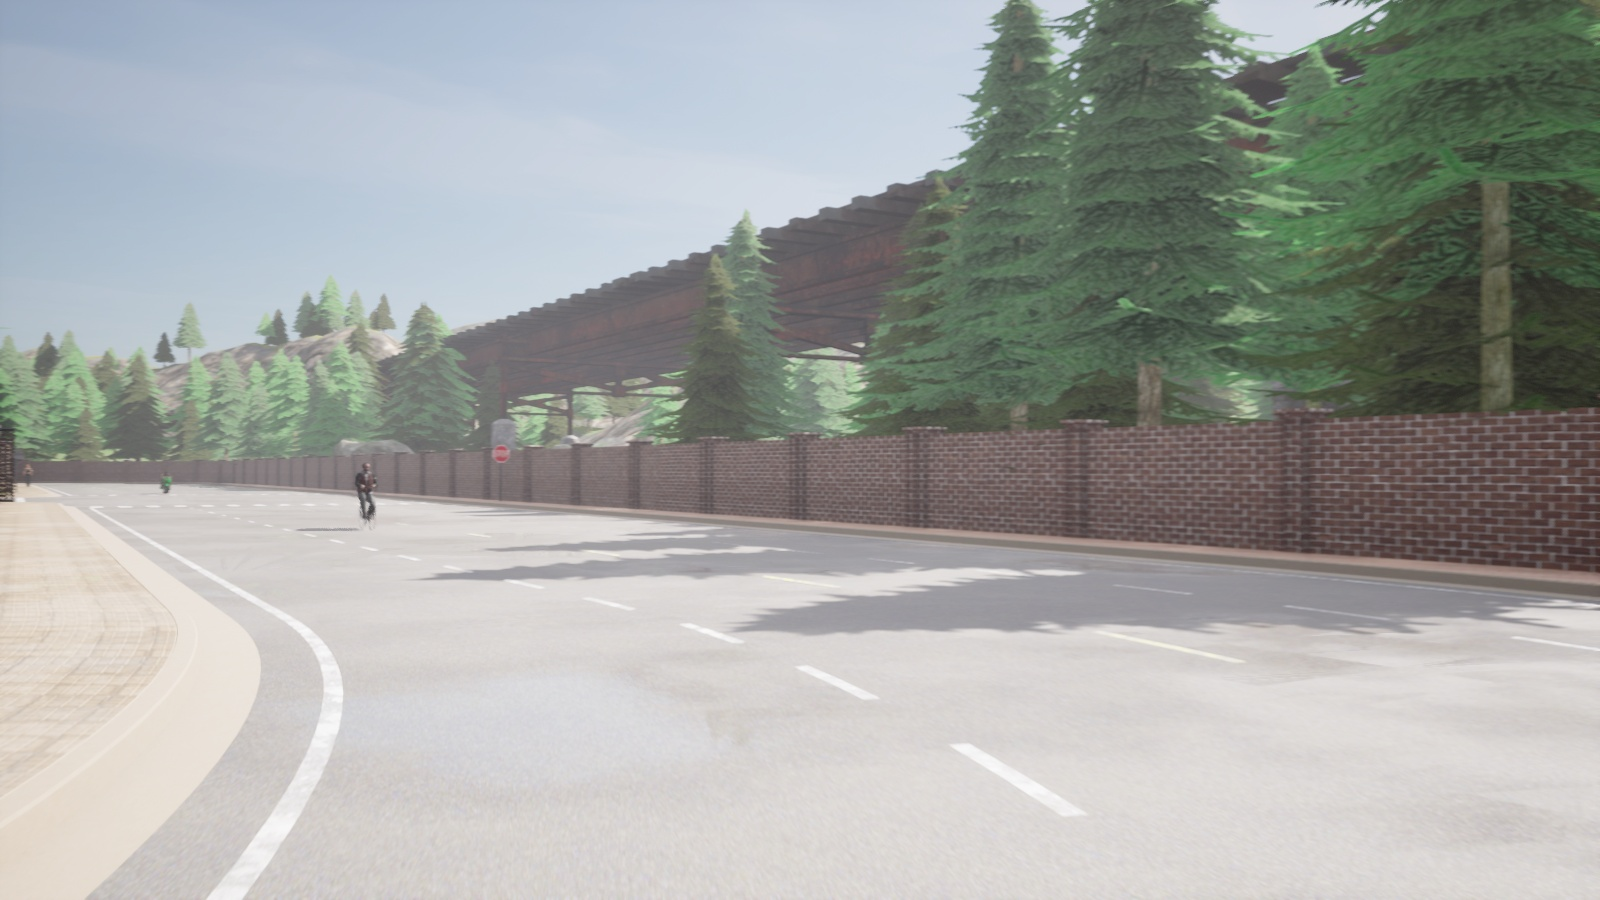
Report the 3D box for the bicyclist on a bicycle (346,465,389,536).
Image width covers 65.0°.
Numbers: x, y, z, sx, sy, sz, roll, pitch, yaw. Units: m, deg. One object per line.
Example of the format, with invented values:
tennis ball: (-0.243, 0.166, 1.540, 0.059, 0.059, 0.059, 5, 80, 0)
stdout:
bicyclist on a bicycle: (-11.237, 1.295, 32.569, 0.659, 1.776, 1.843, 0, -1, -32)
